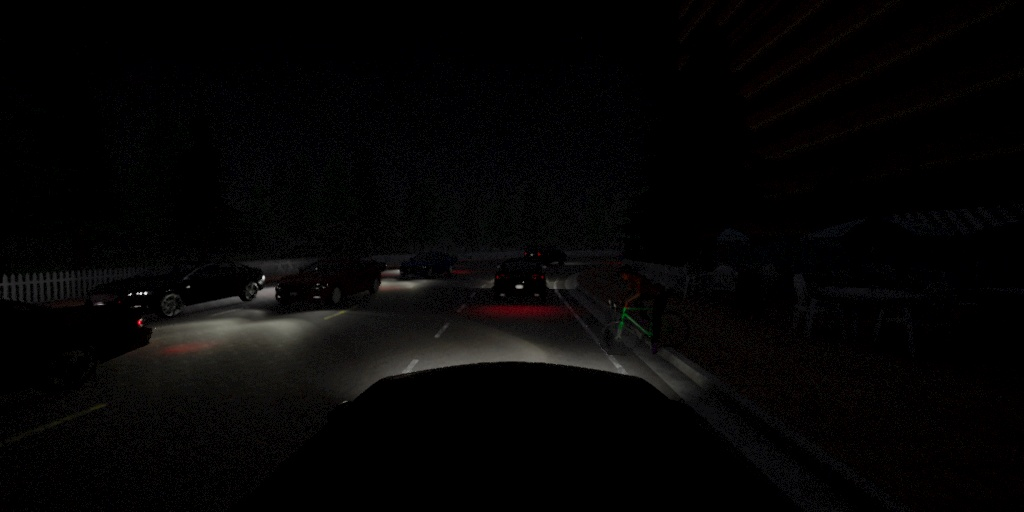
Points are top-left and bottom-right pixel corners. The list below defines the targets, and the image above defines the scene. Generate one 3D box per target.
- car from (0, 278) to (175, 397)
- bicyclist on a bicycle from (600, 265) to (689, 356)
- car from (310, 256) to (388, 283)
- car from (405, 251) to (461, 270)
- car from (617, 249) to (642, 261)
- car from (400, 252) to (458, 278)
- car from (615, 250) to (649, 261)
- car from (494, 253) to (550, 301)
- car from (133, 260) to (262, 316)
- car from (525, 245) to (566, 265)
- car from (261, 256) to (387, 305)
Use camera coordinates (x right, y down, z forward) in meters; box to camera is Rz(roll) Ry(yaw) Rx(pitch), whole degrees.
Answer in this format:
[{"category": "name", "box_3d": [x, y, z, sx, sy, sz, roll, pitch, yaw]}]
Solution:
[{"category": "car", "box_3d": [-7.086, 1.227, 3.709, 2.033, 1.411, 5.357, 0, 2, 0]}, {"category": "bicyclist on a bicycle", "box_3d": [2.337, 0.962, 6.517, 1.656, 1.620, 0.582, -9, 2, 1]}, {"category": "car", "box_3d": [-9.522, 0.710, 21.450, 1.895, 1.301, 4.718, 0, 2, 10]}, {"category": "car", "box_3d": [-6.735, 0.344, 31.303, 2.033, 1.411, 5.357, 1, 2, 22]}, {"category": "car", "box_3d": [14.759, -0.057, 42.193, 5.008, 1.535, 1.882, -1, 2, -37]}, {"category": "car", "box_3d": [-5.483, 0.519, 23.666, 1.882, 1.535, 5.008, 1, 2, 15]}, {"category": "car", "box_3d": [15.770, -0.123, 46.957, 4.181, 1.385, 1.994, -1, 2, -31]}, {"category": "car", "box_3d": [0.391, 0.814, 14.614, 1.882, 1.535, 5.008, 0, 2, 3]}, {"category": "car", "box_3d": [-10.321, 0.918, 11.524, 2.128, 1.511, 4.902, 0, 2, 3]}, {"category": "car", "box_3d": [3.287, -0.093, 35.084, 2.150, 2.045, 5.566, 1, 2, 33]}, {"category": "car", "box_3d": [-6.733, 0.836, 13.736, 1.882, 1.535, 5.008, 0, 2, 3]}]
